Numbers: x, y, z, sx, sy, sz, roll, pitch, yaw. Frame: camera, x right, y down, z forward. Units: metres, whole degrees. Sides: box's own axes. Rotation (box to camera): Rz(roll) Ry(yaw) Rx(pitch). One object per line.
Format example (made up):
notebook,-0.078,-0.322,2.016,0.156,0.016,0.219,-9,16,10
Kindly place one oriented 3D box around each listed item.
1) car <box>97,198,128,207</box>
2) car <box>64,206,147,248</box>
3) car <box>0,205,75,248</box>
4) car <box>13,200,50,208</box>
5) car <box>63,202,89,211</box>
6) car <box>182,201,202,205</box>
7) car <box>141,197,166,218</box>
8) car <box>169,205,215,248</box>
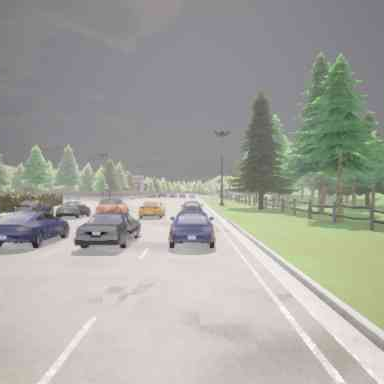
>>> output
car,-7.000,1.365,29.620,2.097,1.767,4.553,0,0,0
car,-3.500,1.562,14.650,2.033,1.411,5.357,0,0,0
car,-7.000,1.532,14.650,1.812,1.442,4.674,0,0,0
car,-14.000,1.494,29.650,2.128,1.511,4.902,0,0,0
car,-10.500,1.571,29.650,1.994,1.385,4.181,0,0,0
car,0.000,1.532,29.650,1.812,1.442,4.674,0,0,0
car,-3.500,1.484,29.650,1.882,1.535,5.008,0,0,0
car,0.000,1.532,14.650,1.812,1.442,4.674,0,0,0
